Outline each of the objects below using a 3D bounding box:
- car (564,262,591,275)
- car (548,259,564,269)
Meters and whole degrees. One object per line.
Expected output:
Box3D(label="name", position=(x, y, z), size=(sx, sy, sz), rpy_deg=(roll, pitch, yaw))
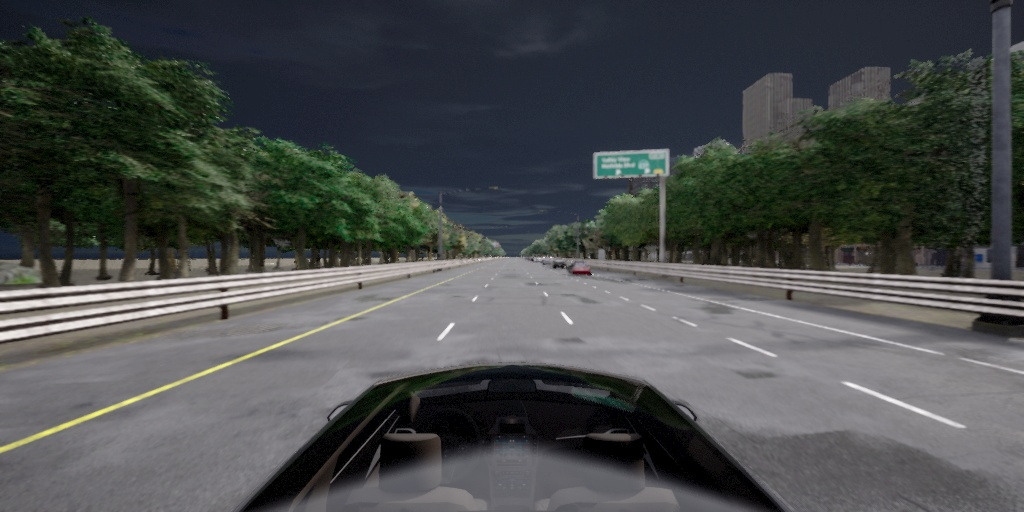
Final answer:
Box3D(label="car", position=(7.059, 1.305, 38.166), size=(1.994, 1.385, 4.181), rpy_deg=(0, 0, 0))
Box3D(label="car", position=(7.092, 1.216, 55.080), size=(1.882, 1.535, 5.008), rpy_deg=(0, 0, 0))
